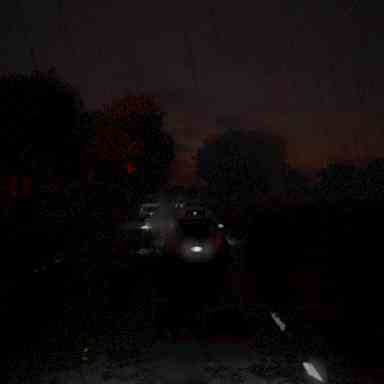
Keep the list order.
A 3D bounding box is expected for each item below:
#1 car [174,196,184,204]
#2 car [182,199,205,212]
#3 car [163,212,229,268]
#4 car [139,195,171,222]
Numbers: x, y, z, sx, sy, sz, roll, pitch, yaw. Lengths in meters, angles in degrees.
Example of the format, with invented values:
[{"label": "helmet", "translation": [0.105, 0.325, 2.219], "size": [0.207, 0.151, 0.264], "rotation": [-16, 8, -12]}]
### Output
[{"label": "car", "translation": [-2.589, 1.667, 68.698], "size": [2.128, 1.511, 4.902], "rotation": [0, 0, 0]}, {"label": "car", "translation": [0.291, 1.643, 32.701], "size": [1.895, 1.301, 4.718], "rotation": [0, 0, 0]}, {"label": "car", "translation": [0.154, 1.596, 11.453], "size": [1.994, 1.385, 4.181], "rotation": [0, 0, 0]}, {"label": "car", "translation": [-2.940, 1.258, 27.322], "size": [2.150, 2.045, 5.566], "rotation": [0, 0, 0]}]
